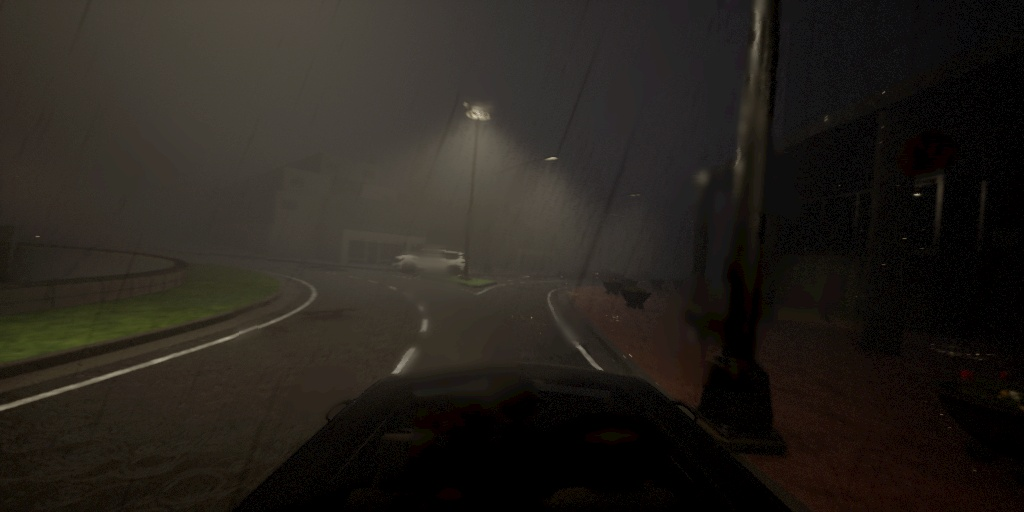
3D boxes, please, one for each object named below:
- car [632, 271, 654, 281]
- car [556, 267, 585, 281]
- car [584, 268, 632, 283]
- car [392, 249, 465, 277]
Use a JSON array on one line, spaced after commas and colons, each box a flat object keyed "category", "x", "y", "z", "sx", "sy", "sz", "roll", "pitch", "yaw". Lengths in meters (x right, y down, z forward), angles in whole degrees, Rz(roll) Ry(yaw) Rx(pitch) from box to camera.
[{"category": "car", "x": 18.644, "y": 2.856, "z": 51.626, "sx": 2.033, "sy": 1.411, "sz": 5.357, "roll": 4, "pitch": 0, "yaw": 42}, {"category": "car", "x": 7.003, "y": 1.889, "z": 38.875, "sx": 2.033, "sy": 1.411, "sz": 5.357, "roll": 4, "pitch": 0, "yaw": 44}, {"category": "car", "x": 9.875, "y": 2.058, "z": 36.527, "sx": 2.128, "sy": 1.511, "sz": 4.902, "roll": 4, "pitch": 0, "yaw": 42}, {"category": "car", "x": -6.260, "y": 0.503, "z": 27.764, "sx": 5.566, "sy": 2.045, "sz": 2.150, "roll": 5, "pitch": 0, "yaw": -27}]
